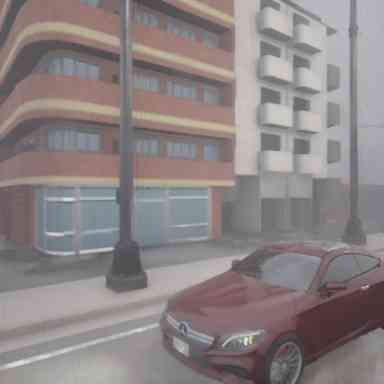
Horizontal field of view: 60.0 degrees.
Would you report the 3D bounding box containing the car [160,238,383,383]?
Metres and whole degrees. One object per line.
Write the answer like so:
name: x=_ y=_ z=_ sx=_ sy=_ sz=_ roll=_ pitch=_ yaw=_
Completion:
car: x=1.730 y=1.533 z=5.270 sx=4.674 sy=1.442 sz=1.812 roll=0 pitch=0 yaw=-37
